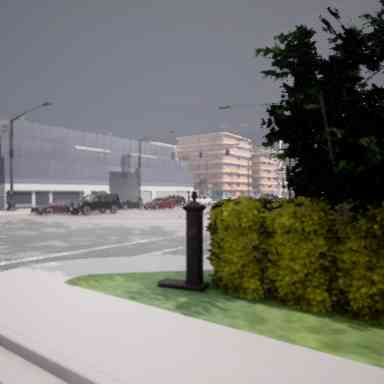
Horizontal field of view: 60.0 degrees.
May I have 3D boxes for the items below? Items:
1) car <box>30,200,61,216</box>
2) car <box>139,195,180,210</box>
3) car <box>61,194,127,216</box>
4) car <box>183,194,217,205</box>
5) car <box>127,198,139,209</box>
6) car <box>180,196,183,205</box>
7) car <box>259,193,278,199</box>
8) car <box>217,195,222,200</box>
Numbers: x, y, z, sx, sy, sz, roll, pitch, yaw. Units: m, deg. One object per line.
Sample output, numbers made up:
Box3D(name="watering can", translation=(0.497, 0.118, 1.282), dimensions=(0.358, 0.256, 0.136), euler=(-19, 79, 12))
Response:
Box3D(name="car", translation=(-13.319, 1.528, 33.459), dimensions=(2.033, 1.411, 5.357), euler=(0, 0, 35))
Box3D(name="car", translation=(-3.901, 1.405, 40.777), dimensions=(1.812, 1.442, 4.674), euler=(0, 1, 35))
Box3D(name="car", translation=(-9.494, 1.190, 32.788), dimensions=(2.150, 2.045, 5.566), euler=(0, 0, 36))
Box3D(name="car", translation=(1.174, 1.228, 47.999), dimensions=(1.812, 1.442, 4.674), euler=(0, 1, 35))
Box3D(name="car", translation=(-8.028, 1.484, 40.999), dimensions=(1.994, 1.385, 4.181), euler=(0, 1, 34))
Box3D(name="car", translation=(-2.957, 1.264, 48.210), dimensions=(1.837, 1.490, 4.892), euler=(0, 1, 35))
Box3D(name="car", translation=(11.516, 0.987, 50.215), dimensions=(1.837, 1.490, 4.892), euler=(0, 2, 35))
Box3D(name="car", translation=(3.110, 1.022, 56.815), dimensions=(2.033, 1.411, 5.357), euler=(0, 2, 36))
